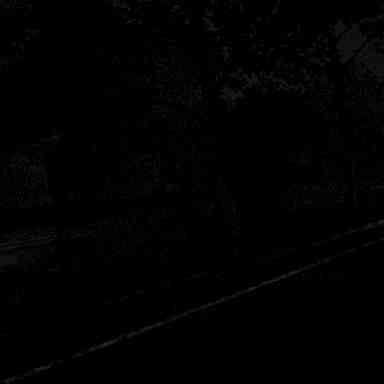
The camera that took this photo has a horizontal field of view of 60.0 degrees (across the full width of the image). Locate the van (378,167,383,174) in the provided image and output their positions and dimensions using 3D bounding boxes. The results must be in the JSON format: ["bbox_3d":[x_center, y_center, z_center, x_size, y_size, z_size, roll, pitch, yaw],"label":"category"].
[{"bbox_3d":[30.627,-3.759,50.480,1.878,1.987,4.442,-5,3,-36],"label":"van"}]
